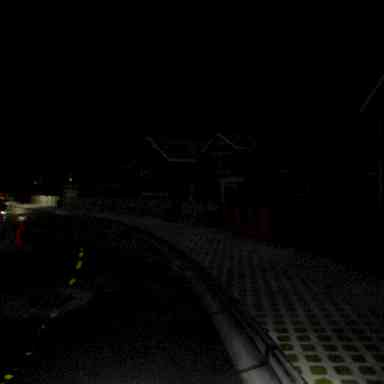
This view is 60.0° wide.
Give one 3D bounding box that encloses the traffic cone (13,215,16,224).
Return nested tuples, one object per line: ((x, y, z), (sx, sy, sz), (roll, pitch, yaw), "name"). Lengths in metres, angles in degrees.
((-11.918, 1.872, 22.375), (0.340, 0.580, 0.340), (-1, 0, -35), "traffic cone")

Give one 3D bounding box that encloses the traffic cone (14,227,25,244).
((-7.383, 1.904, 14.131), (0.340, 0.580, 0.340), (0, 0, -22), "traffic cone")

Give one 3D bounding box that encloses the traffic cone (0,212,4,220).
((-14.885, 1.863, 26.081), (0.340, 0.580, 0.340), (-1, 1, -41), "traffic cone")

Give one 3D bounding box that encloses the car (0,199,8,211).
((-22.492, 1.417, 37.754), (2.033, 1.411, 5.357), (-1, 1, -41), "car")

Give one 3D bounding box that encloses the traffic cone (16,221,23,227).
((-9.412, 1.886, 18.384), (0.340, 0.580, 0.340), (-1, 0, -29), "traffic cone")
